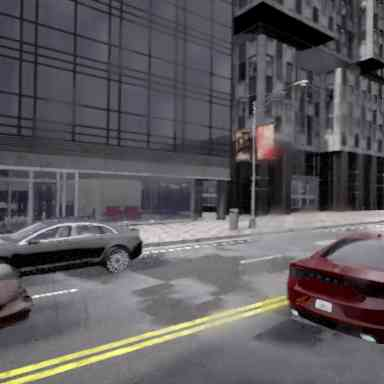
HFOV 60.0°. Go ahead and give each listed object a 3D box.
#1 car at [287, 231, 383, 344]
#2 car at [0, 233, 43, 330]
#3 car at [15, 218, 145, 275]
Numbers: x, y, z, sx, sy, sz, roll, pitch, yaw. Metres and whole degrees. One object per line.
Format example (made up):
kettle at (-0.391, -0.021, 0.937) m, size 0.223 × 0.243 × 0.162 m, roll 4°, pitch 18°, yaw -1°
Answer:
car at (3.913, 1.487, 6.230) m, size 5.008 × 1.535 × 1.882 m, roll 0°, pitch 0°, yaw -36°
car at (-4.983, 1.547, 4.122) m, size 5.357 × 1.411 × 2.033 m, roll 0°, pitch 0°, yaw -35°
car at (-3.689, 1.495, 9.038) m, size 4.902 × 1.511 × 2.128 m, roll 0°, pitch 0°, yaw -35°
